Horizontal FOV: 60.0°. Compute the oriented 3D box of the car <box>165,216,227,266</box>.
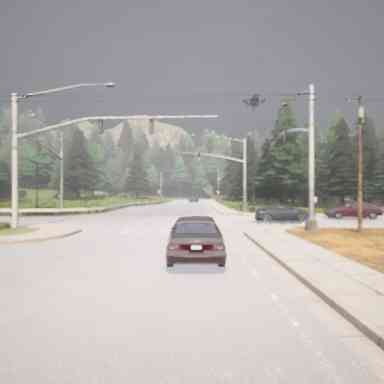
[{"bbox_3d":[0.115,1.549,11.498,2.033,1.411,5.357,0,0,0],"label":"car"}]

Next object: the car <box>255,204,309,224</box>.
[{"bbox_3d":[6.872,1.597,24.917,4.181,1.385,1.994,0,0,1],"label":"car"}]

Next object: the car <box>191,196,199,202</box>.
[{"bbox_3d":[0.713,1.618,81.557,1.895,1.301,4.718,0,0,2],"label":"car"}]

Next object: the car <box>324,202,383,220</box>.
[{"bbox_3d":[13.637,1.560,28.226,4.674,1.442,1.812,0,0,1],"label":"car"}]

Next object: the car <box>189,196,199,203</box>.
[{"bbox_3d":[0.312,1.559,71.093,2.033,1.411,5.357,0,0,2],"label":"car"}]
